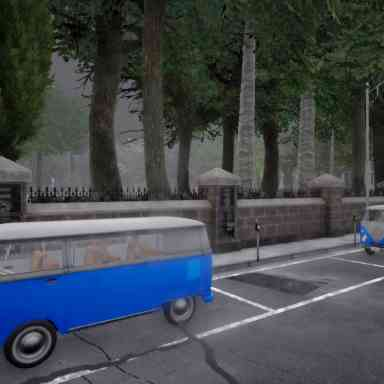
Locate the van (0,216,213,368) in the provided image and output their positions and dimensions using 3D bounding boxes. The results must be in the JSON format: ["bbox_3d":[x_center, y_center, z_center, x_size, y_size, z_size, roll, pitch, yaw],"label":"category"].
[{"bbox_3d":[-1.529,1.341,5.450,3.998,1.788,1.690,0,0,-36],"label":"van"}]

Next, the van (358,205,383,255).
[{"bbox_3d":[7.672,1.338,12.037,3.998,1.788,1.690,0,0,-36],"label":"van"}]
